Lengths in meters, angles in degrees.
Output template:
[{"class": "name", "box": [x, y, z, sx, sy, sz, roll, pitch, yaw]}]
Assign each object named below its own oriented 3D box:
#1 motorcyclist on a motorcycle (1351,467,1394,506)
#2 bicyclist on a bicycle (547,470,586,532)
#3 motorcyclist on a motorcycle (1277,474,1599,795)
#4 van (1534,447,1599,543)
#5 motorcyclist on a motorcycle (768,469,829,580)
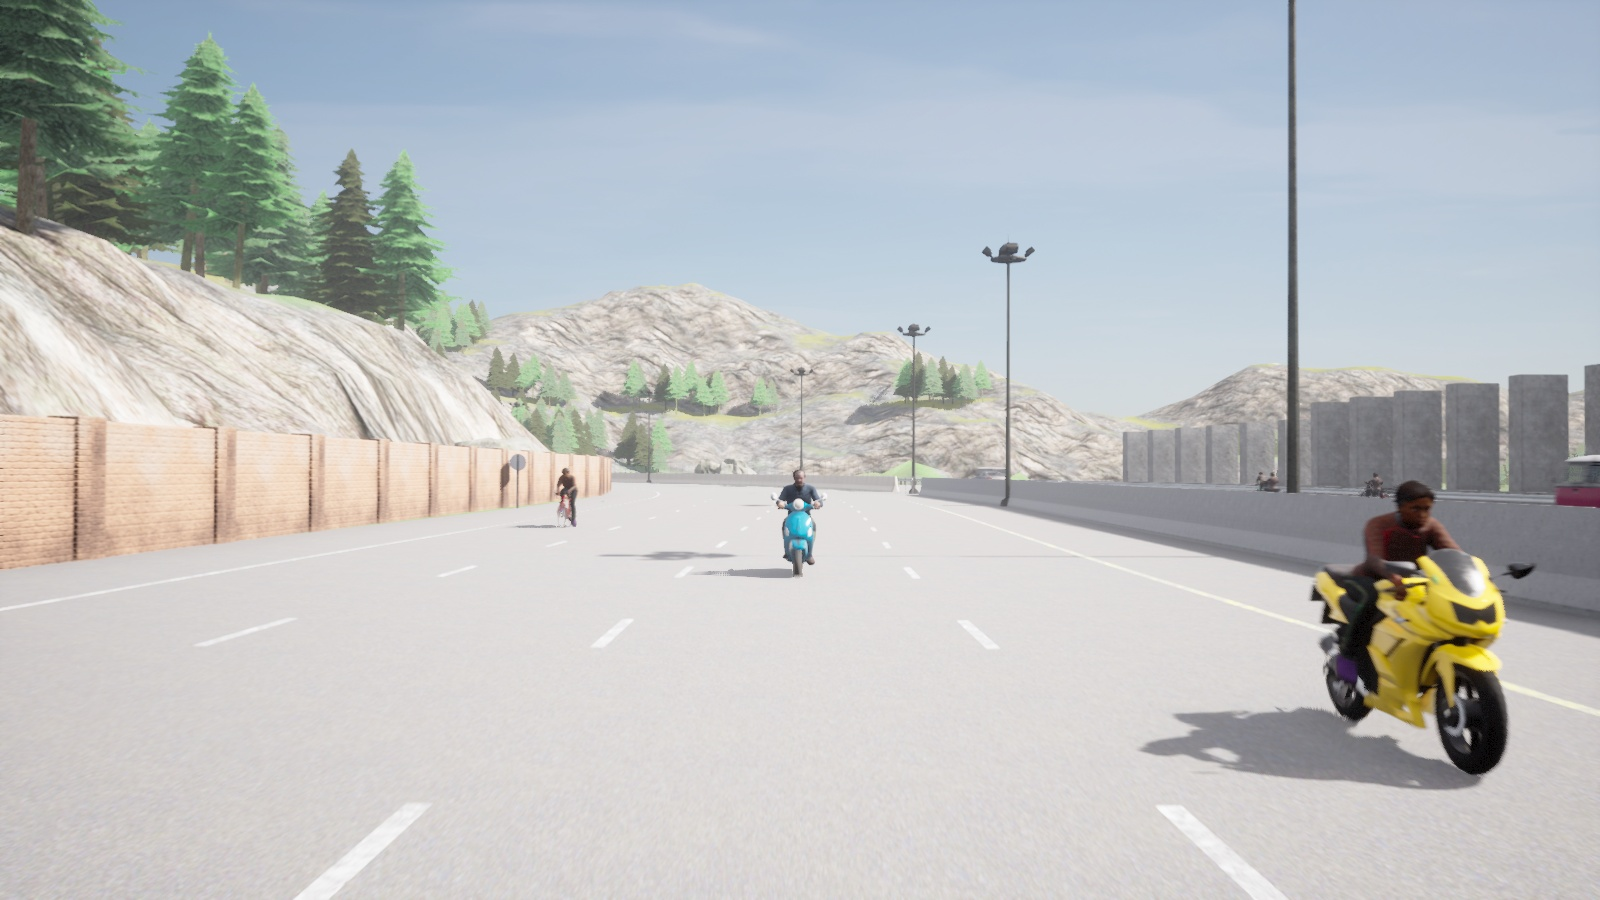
[{"class": "motorcyclist on a motorcycle", "box": [25.059, 1.586, 54.996, 0.766, 1.649, 2.350, 0, -1, 0]}, {"class": "bicyclist on a bicycle", "box": [-6.296, 1.360, 33.915, 0.582, 1.620, 1.656, 0, -1, 7]}, {"class": "motorcyclist on a motorcycle", "box": [3.475, 0.900, 7.039, 0.797, 1.523, 2.044, 0, -1, 0]}, {"class": "van", "box": [17.593, 0.939, 26.377, 1.775, 1.987, 4.442, 0, -1, 1]}, {"class": "motorcyclist on a motorcycle", "box": [-0.014, 1.086, 18.958, 0.866, 1.590, 1.817, 0, -1, 0]}]
